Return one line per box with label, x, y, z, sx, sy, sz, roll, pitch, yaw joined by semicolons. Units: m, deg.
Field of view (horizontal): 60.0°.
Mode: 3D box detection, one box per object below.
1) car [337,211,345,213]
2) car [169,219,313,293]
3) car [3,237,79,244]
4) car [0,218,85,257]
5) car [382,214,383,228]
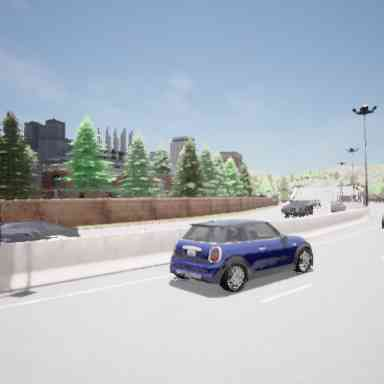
car;19.481;2.289;43.972;2.033;1.411;5.357;-2;-2;27
car;1.617;1.573;9.796;4.553;1.767;2.097;0;-2;-40
car;-6.830;2.025;12.059;4.718;1.301;1.895;0;-2;-38
car;-8.003;2.077;15.555;5.357;1.411;2.033;0;-2;-39
car;15.528;1.689;24.538;2.097;1.767;4.553;-2;-2;39
